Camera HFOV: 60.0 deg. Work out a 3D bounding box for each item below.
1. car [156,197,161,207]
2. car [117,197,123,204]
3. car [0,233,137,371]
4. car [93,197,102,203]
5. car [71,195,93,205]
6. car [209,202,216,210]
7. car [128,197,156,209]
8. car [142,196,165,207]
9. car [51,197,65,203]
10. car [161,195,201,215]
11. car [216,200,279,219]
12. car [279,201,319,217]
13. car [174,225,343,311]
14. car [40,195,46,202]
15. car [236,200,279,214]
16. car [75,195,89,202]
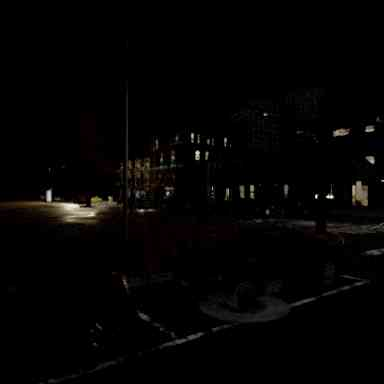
[{"bbox_3d":[-3.199,1.386,50.005,2.192,1.841,5.009,0,0,-35],"label":"car"},{"bbox_3d":[-12.753,1.589,63.643,1.967,1.590,4.097,0,0,-35],"label":"car"},{"bbox_3d":[-2.908,1.440,4.430,4.097,1.590,1.967,0,1,-35],"label":"car"},{"bbox_3d":[-22.334,1.753,77.470,1.752,1.417,4.829,0,0,-35],"label":"car"},{"bbox_3d":[-19.543,1.610,58.728,1.752,1.417,4.829,0,0,-35],"label":"car"},{"bbox_3d":[3.807,1.596,39.974,1.802,1.307,4.206,0,0,-35],"label":"car"},{"bbox_3d":[-7.108,1.545,45.369,1.812,1.442,4.674,1,-1,-34],"label":"car"},{"bbox_3d":[-6.388,1.537,54.549,1.967,1.590,4.097,0,0,-35],"label":"car"},{"bbox_3d":[-29.124,1.730,72.555,1.947,1.339,4.313,0,0,-35],"label":"car"},{"bbox_3d":[-0.775,1.369,31.420,1.967,1.590,4.097,0,0,-35],"label":"car"},{"bbox_3d":[4.610,1.416,28.430,2.128,1.511,4.902,1,-1,-35],"label":"car"},{"bbox_3d":[10.051,1.515,30.964,2.008,1.369,4.403,0,0,-35],"label":"car"},{"bbox_3d":[1.688,1.506,7.711,4.507,1.381,1.887,0,1,-35],"label":"car"},{"bbox_3d":[-35.352,1.742,81.540,1.752,1.417,4.829,0,0,-35],"label":"car"},{"bbox_3d":[6.929,1.555,35.470,1.947,1.339,4.313,0,0,-35],"label":"car"},{"bbox_3d":[-28.561,1.595,86.457,2.192,1.841,5.009,0,0,-35],"label":"car"}]
